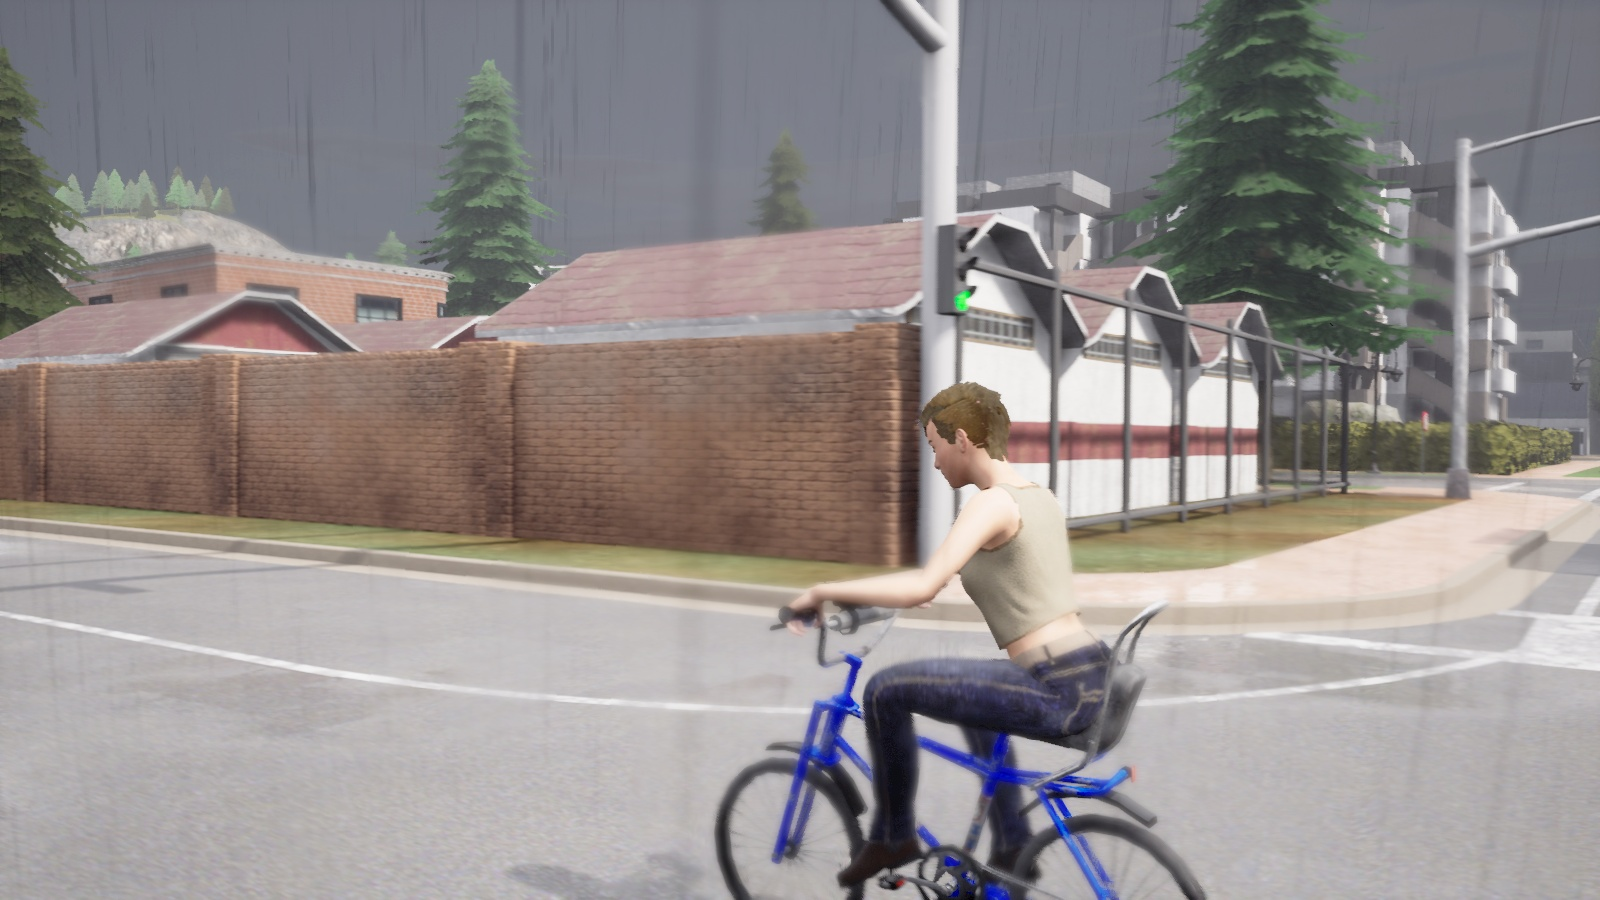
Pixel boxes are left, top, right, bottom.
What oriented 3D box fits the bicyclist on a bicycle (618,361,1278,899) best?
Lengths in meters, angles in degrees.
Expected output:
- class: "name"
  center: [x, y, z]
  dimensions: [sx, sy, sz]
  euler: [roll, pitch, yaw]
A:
- class: "bicyclist on a bicycle"
  center: [0.383, 0.619, 3.362]
  dimensions: [1.509, 1.612, 0.866]
  euler: [0, 1, 34]
